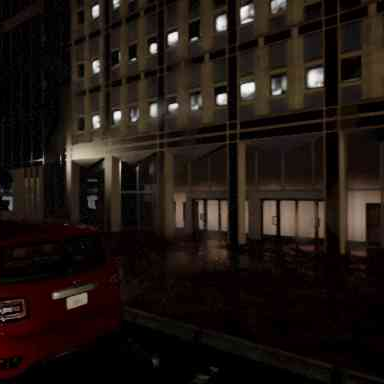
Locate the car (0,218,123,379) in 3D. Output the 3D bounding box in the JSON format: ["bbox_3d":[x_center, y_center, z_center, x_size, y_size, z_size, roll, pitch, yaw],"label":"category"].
[{"bbox_3d":[-3.261,1.340,5.204,5.009,1.841,2.192,0,0,35],"label":"car"}]
